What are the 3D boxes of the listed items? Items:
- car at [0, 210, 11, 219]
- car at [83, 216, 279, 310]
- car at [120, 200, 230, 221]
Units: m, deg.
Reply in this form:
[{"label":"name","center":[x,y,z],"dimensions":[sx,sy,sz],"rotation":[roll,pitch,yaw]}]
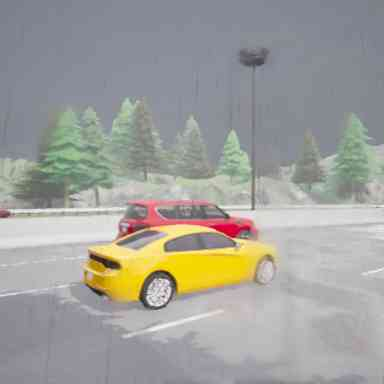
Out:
[{"label":"car","center":[-17.014,1.713,26.229],"dimensions":[4.718,1.301,1.895],"rotation":[1,-1,-35]},{"label":"car","center":[-0.008,1.540,8.036],"dimensions":[5.008,1.535,1.882],"rotation":[1,0,-36]},{"label":"car","center":[-0.007,1.319,12.338],"dimensions":[5.566,2.045,2.150],"rotation":[0,0,-36]}]
